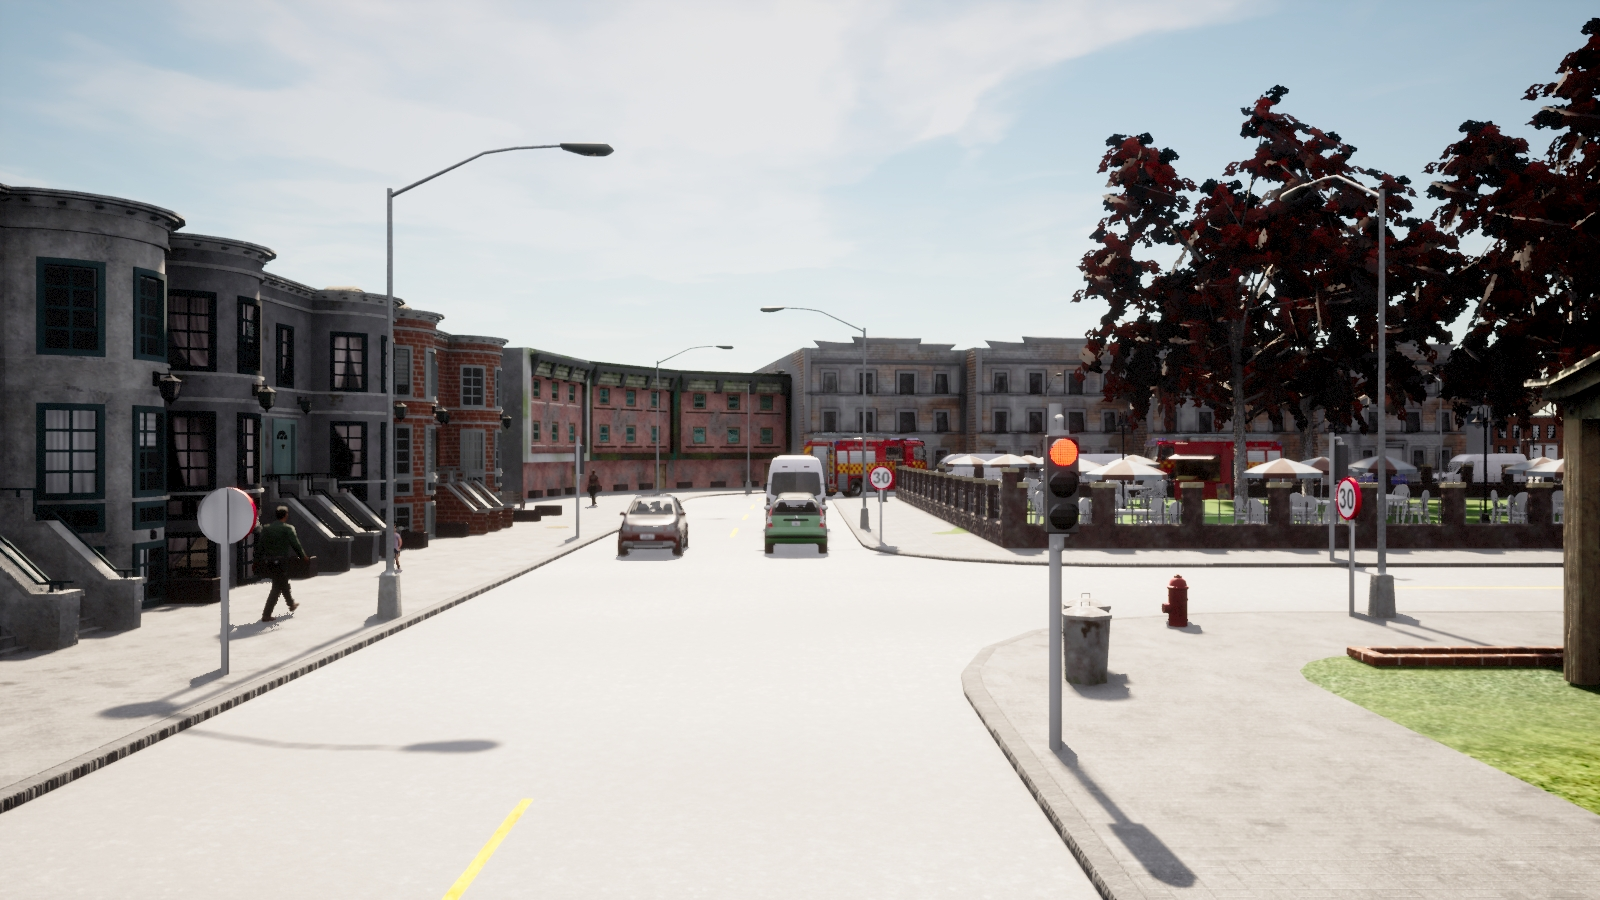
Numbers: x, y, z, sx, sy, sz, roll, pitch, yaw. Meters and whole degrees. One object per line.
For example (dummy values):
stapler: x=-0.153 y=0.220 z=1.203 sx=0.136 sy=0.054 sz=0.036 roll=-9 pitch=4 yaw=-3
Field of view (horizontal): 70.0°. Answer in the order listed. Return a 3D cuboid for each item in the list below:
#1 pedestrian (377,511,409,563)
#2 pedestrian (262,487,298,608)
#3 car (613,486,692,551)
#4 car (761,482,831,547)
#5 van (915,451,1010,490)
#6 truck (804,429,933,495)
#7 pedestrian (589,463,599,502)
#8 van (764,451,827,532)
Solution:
pedestrian: x=-8.933 y=1.904 z=25.095 sx=0.500 sy=1.100 sz=0.500 roll=0 pitch=0 yaw=2
pedestrian: x=-8.191 y=1.524 z=17.999 sx=0.375 sy=1.860 sz=0.375 roll=0 pitch=0 yaw=14
car: x=-3.958 y=1.807 z=31.124 sx=1.789 sy=1.549 sz=3.705 roll=0 pitch=0 yaw=-2
car: x=-0.119 y=1.779 z=32.373 sx=1.851 sy=1.617 sz=3.988 roll=0 pitch=0 yaw=0
van: x=10.550 y=1.314 z=74.428 sx=5.915 sy=2.561 sz=1.988 roll=0 pitch=0 yaw=0
truck: x=4.295 y=0.672 z=70.228 sx=8.468 sy=3.827 sz=2.891 roll=0 pitch=0 yaw=-43
pedestrian: x=-9.717 y=1.525 z=53.831 sx=0.375 sy=1.860 sz=0.375 roll=0 pitch=0 yaw=4
van: x=-0.147 y=1.315 z=39.074 sx=1.988 sy=2.561 sz=5.915 roll=0 pitch=0 yaw=0
